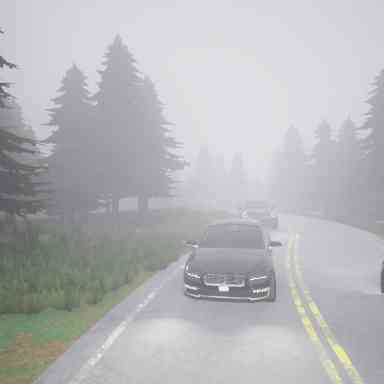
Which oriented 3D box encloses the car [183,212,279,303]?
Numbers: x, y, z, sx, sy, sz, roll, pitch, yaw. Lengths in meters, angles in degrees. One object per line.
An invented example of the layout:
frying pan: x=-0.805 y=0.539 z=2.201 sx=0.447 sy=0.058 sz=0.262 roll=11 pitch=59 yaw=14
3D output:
car: x=1.101 y=1.496 z=8.420 sx=1.837 sy=1.490 sz=4.892 roll=-1 pitch=0 yaw=13

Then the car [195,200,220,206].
car: x=1.971 y=1.798 z=44.866 sx=1.812 sy=1.442 sz=4.674 roll=3 pitch=-5 yaw=-35

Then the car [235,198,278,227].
car: x=3.924 y=1.269 z=20.523 sx=2.097 sy=1.767 sz=4.553 roll=-1 pitch=0 yaw=5

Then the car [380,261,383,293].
car: x=4.499 y=1.308 z=4.646 sx=2.097 sy=1.767 sz=4.553 roll=-1 pitch=0 yaw=8

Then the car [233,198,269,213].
car: x=6.244 y=1.410 z=35.736 sx=1.837 sy=1.490 sz=4.892 roll=2 pitch=-1 yaw=-15
